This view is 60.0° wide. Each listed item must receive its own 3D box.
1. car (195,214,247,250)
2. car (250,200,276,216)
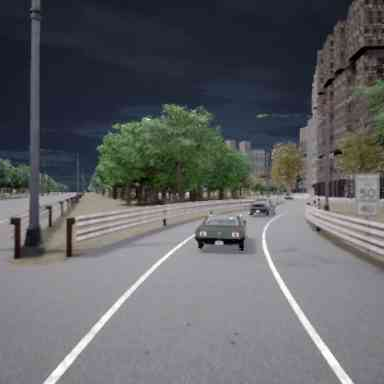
[{"bbox_3d":[1.429,1.606,14.557,1.895,1.301,4.718,0,0,11],"label":"car"},{"bbox_3d":[7.041,1.525,32.815,1.837,1.490,4.892,0,0,23],"label":"car"}]
